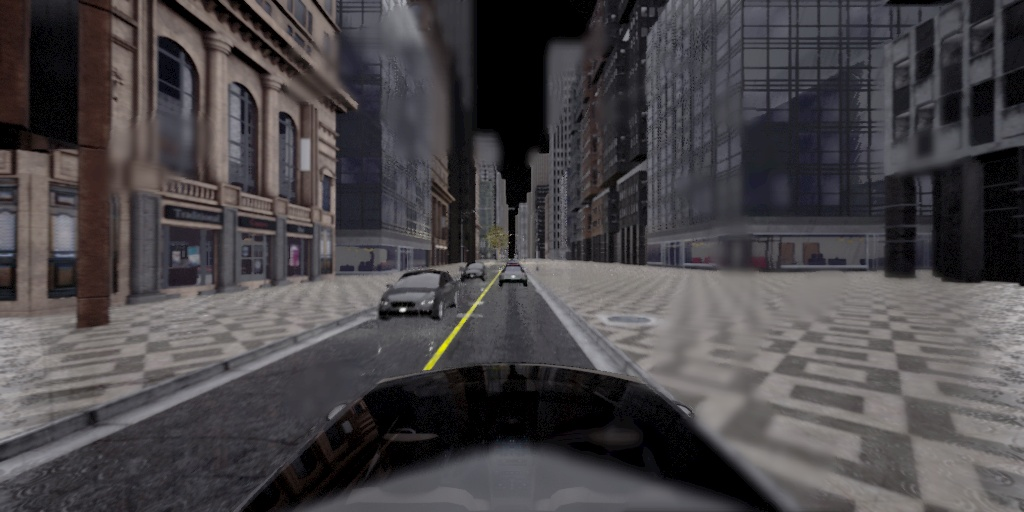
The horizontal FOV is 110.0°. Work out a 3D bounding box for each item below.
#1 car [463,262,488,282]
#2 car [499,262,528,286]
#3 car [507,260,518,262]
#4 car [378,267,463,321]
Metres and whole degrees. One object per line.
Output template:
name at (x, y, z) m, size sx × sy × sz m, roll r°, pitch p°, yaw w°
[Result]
car at (-3.007, 1.270, 29.569) m, size 1.837 × 1.490 × 4.892 m, roll 0°, pitch 0°, yaw 0°
car at (0.085, 1.328, 25.572) m, size 1.994 × 1.385 × 4.181 m, roll 0°, pitch 0°, yaw 0°
car at (0.095, 1.258, 46.339) m, size 2.128 × 1.511 × 4.902 m, roll 0°, pitch 0°, yaw 0°
car at (-3.078, 1.261, 12.566) m, size 1.837 × 1.490 × 4.892 m, roll 0°, pitch 0°, yaw 0°
